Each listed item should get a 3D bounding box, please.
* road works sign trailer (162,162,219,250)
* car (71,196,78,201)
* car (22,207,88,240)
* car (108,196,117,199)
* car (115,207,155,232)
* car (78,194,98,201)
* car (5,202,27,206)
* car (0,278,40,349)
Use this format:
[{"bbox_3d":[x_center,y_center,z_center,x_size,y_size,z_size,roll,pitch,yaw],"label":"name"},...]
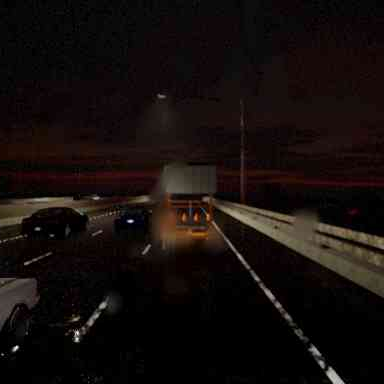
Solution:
[{"bbox_3d":[-0.070,0.516,14.520,2.380,3.560,2.880,0,0,0],"label":"road works sign trailer"},{"bbox_3d":[-24.872,1.583,73.229,2.097,1.767,4.553,0,0,0],"label":"car"},{"bbox_3d":[-6.984,1.541,17.522,1.882,1.535,5.008,0,0,0],"label":"car"},{"bbox_3d":[-17.881,1.706,74.903,1.882,1.535,5.008,0,0,0],"label":"car"},{"bbox_3d":[-3.503,1.638,20.857,1.994,1.385,4.181,0,0,0],"label":"car"},{"bbox_3d":[-21.355,1.451,69.854,2.150,2.045,5.566,0,0,0],"label":"car"},{"bbox_3d":[-17.767,1.720,33.459,1.895,1.301,4.718,0,0,0],"label":"car"},{"bbox_3d":[-3.412,1.614,3.338,1.895,1.301,4.718,0,0,0],"label":"car"}]
